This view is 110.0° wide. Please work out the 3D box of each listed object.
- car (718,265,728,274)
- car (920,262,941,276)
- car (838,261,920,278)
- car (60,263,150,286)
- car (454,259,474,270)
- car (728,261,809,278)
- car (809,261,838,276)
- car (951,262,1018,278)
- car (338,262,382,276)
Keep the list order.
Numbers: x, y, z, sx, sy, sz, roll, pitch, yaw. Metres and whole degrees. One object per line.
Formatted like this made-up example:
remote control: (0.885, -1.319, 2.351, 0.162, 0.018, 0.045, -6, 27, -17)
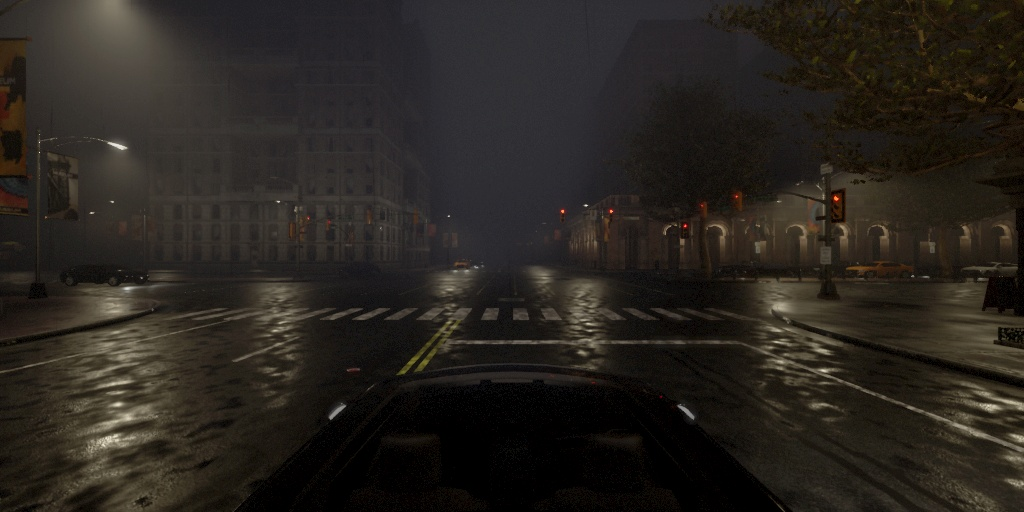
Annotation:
car: (23.289, 1.241, 35.911, 4.902, 1.511, 2.128, 0, 0, 0)
car: (42.935, 1.314, 35.816, 4.181, 1.385, 1.994, 0, 0, 0)
car: (33.053, 1.228, 32.368, 5.008, 1.535, 1.882, 0, 0, 0)
car: (-27.647, 1.255, 24.430, 4.892, 1.490, 1.837, 0, 0, 0)
car: (-7.174, 1.228, 52.038, 1.882, 1.535, 5.008, 0, 0, 0)
car: (23.088, 1.297, 32.412, 5.357, 1.411, 2.033, 0, 0, 0)
car: (32.886, 1.241, 35.872, 4.902, 1.511, 2.128, 0, 0, 0)
car: (43.309, 1.276, 32.315, 4.674, 1.442, 1.812, 0, 0, 1)
car: (-15.538, 1.314, 36.756, 4.181, 1.385, 1.994, 0, 0, -20)
